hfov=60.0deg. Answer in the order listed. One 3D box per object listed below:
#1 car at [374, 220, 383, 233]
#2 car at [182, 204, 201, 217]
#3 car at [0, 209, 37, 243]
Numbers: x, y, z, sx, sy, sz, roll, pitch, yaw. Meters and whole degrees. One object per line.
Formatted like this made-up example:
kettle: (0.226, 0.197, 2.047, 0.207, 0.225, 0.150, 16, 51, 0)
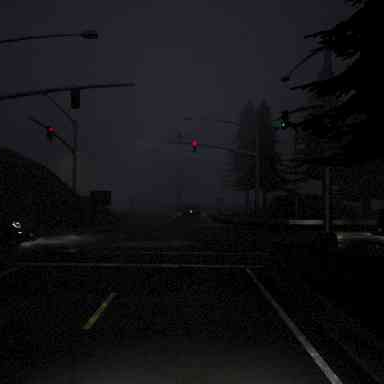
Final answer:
car: (14.205, 1.868, 21.188, 4.553, 1.767, 2.097, 0, -1, 0)
car: (-0.101, 1.958, 35.914, 1.994, 1.385, 4.181, 0, -1, 0)
car: (-10.725, 1.658, 17.587, 4.553, 1.767, 2.097, 0, -1, -1)
